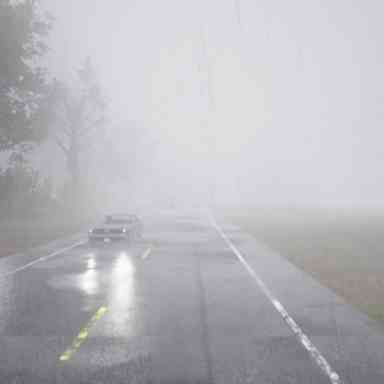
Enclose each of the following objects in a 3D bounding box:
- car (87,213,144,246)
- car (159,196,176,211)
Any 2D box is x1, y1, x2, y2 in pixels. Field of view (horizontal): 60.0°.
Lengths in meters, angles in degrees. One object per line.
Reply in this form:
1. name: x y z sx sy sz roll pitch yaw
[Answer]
1. car: -3.601 1.746 16.316 1.895 1.301 4.718 0 -1 0
2. car: -3.561 1.644 49.154 2.150 2.045 5.566 0 -1 1
